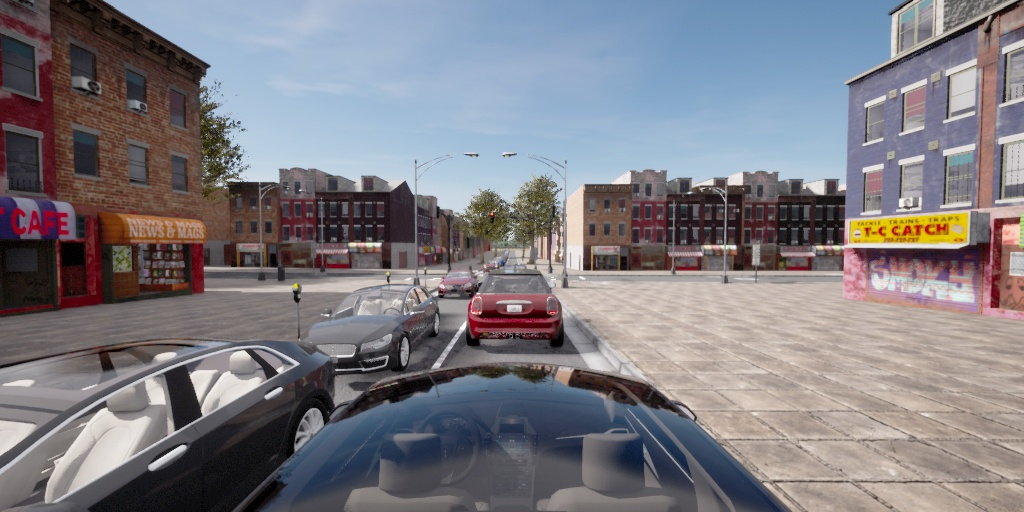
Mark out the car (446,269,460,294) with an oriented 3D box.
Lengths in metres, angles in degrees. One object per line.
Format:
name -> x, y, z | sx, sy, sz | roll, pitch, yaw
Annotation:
car -> -2.613, 1.331, 18.351 | 1.802, 1.307, 4.207 | 0, 0, 0

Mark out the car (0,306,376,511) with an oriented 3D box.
car -> -2.640, 1.300, 2.009 | 2.007, 1.370, 4.403 | 0, 0, 0

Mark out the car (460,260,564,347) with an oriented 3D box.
car -> 0.110, 1.099, 9.501 | 2.097, 1.767, 4.553 | 0, 0, 2

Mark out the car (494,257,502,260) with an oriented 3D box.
car -> -2.569, 1.230, 45.127 | 1.967, 1.591, 4.097 | 0, 0, 0

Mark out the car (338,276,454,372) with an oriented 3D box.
car -> -2.631, 1.297, 7.457 | 2.007, 1.370, 4.403 | 0, 0, 0
